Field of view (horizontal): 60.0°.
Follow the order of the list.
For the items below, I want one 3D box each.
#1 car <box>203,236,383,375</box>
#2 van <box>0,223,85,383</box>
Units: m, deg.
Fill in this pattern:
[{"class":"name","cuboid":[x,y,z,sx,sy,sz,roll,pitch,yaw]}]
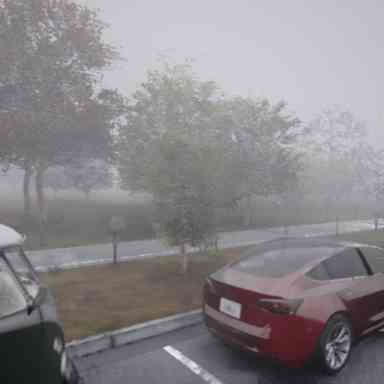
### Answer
[{"class":"car","cuboid":[2.372,1.510,5.729,4.792,1.488,2.163,-1,0,-37]},{"class":"van","cuboid":[-2.951,1.250,1.977,4.442,1.987,1.878,-1,0,-38]}]
